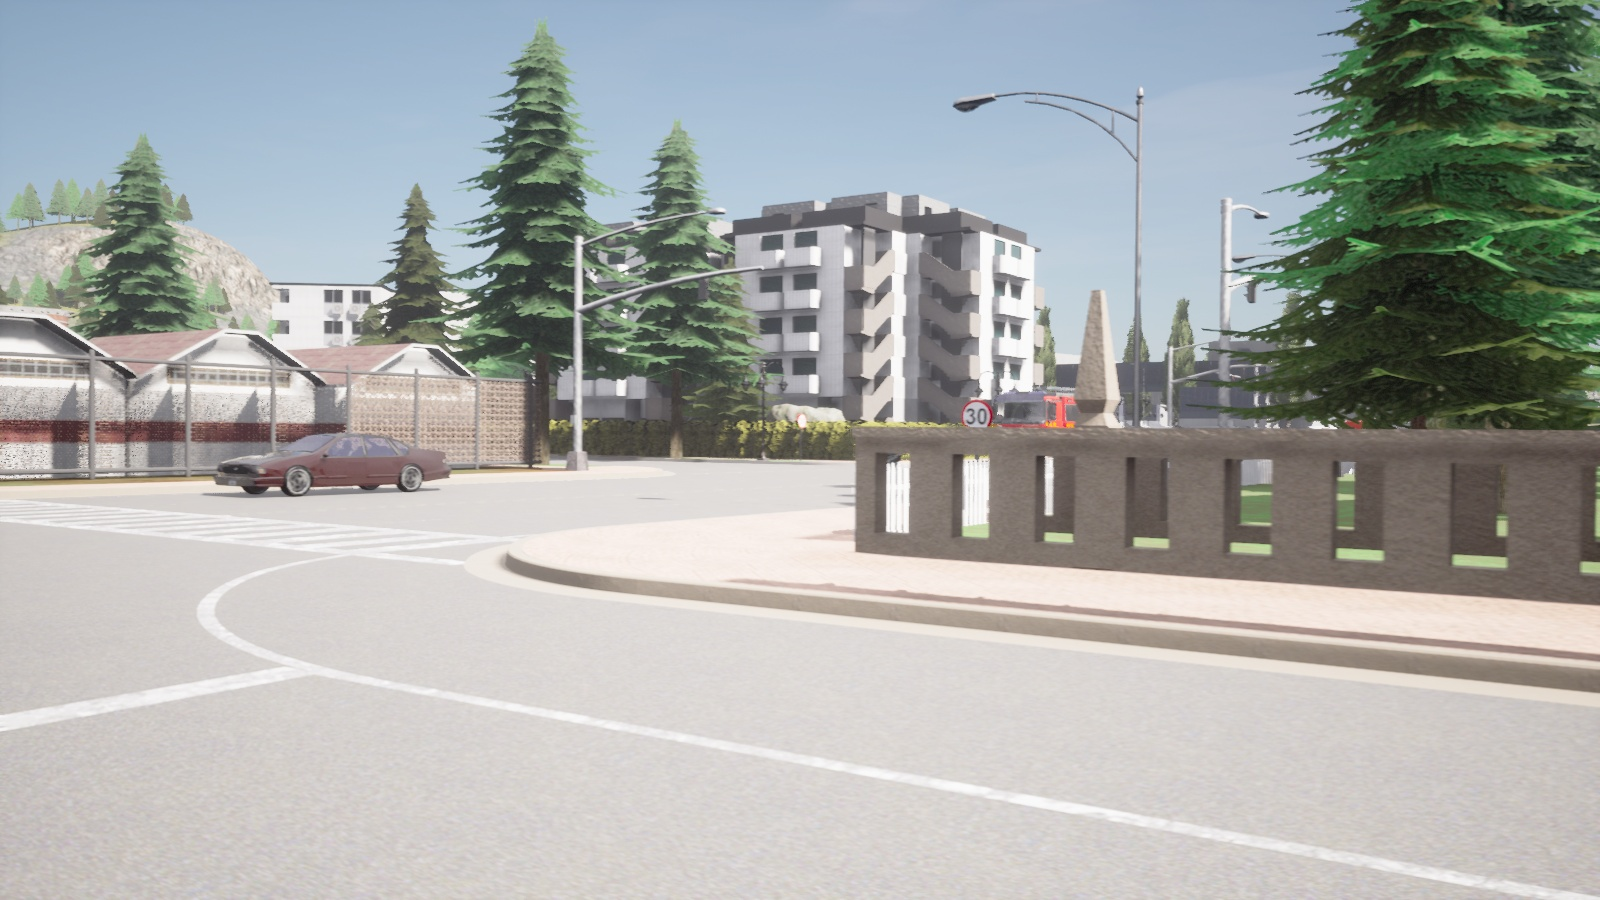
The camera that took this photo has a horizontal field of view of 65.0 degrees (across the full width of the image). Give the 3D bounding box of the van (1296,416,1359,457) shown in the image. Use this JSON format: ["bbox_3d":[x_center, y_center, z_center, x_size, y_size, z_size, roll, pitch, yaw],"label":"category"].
[{"bbox_3d":[27.160,-0.667,64.540,2.069,2.038,4.480,0,-1,35],"label":"van"}]

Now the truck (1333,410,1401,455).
[{"bbox_3d":[32.746,-1.024,72.412,2.627,2.467,5.204,0,1,35],"label":"truck"}]

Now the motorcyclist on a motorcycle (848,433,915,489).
[{"bbox_3d":[2.330,0.280,35.595,0.866,1.530,2.191,0,1,35],"label":"motorcyclist on a motorcycle"}]

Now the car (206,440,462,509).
[{"bbox_3d":[-10.710,0.502,29.312,2.033,1.411,5.357,0,1,35],"label":"car"}]

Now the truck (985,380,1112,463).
[{"bbox_3d":[12.340,-1.362,61.798,2.891,3.827,8.468,0,1,35],"label":"truck"}]
